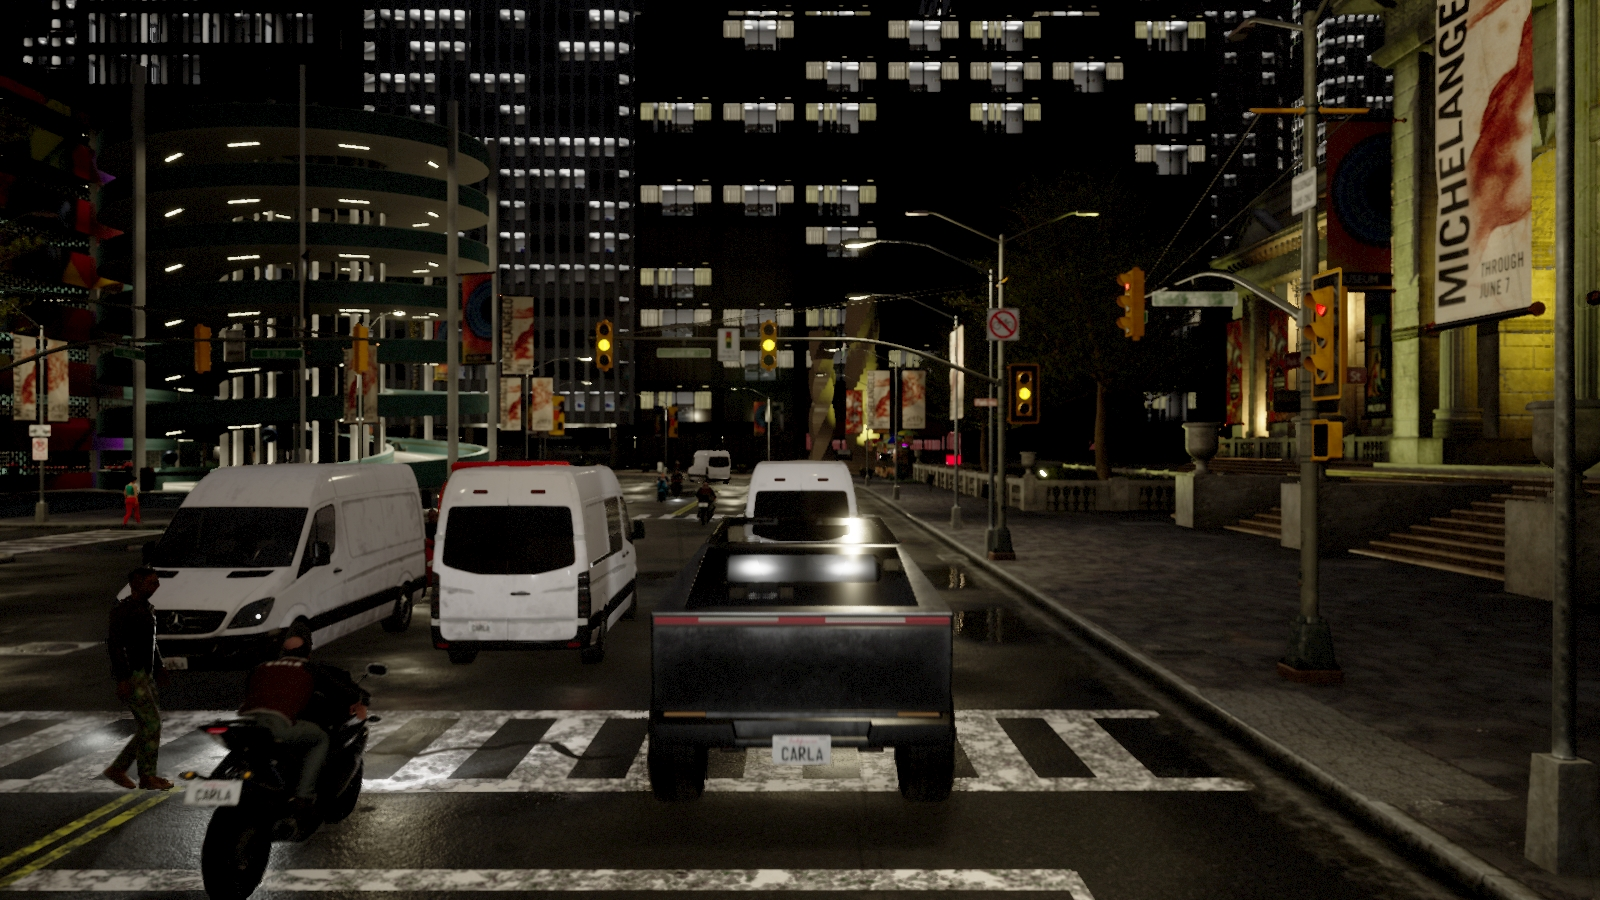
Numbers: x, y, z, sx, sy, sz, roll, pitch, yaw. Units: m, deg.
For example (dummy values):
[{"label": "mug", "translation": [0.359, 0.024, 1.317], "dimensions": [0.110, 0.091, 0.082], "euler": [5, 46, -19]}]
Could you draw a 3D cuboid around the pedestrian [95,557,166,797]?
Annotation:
[{"label": "pedestrian", "translation": [-5.430, 1.820, 9.272], "dimensions": [0.375, 1.860, 0.375], "euler": [0, 0, -7]}]

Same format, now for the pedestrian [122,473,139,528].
[{"label": "pedestrian", "translation": [-22.962, 1.740, 39.182], "dimensions": [0.375, 1.860, 0.375], "euler": [0, 0, 5]}]

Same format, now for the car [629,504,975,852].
[{"label": "car", "translation": [0.017, 1.721, 11.025], "dimensions": [2.390, 2.098, 6.274], "euler": [0, 0, 0]}]

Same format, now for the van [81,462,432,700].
[{"label": "van", "translation": [-6.988, 1.490, 15.653], "dimensions": [1.988, 2.561, 5.915], "euler": [0, 0, 0]}]

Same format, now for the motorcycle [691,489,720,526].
[{"label": "motorcycle", "translation": [-3.446, 2.094, 41.777], "dimensions": [0.867, 1.251, 2.209], "euler": [0, 0, 0]}]

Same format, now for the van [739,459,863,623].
[{"label": "van", "translation": [0.019, 1.476, 21.171], "dimensions": [1.988, 2.561, 5.915], "euler": [0, 0, 0]}]

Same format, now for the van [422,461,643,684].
[{"label": "van", "translation": [-3.591, 1.489, 16.597], "dimensions": [1.988, 2.561, 5.915], "euler": [0, 0, -2]}]
